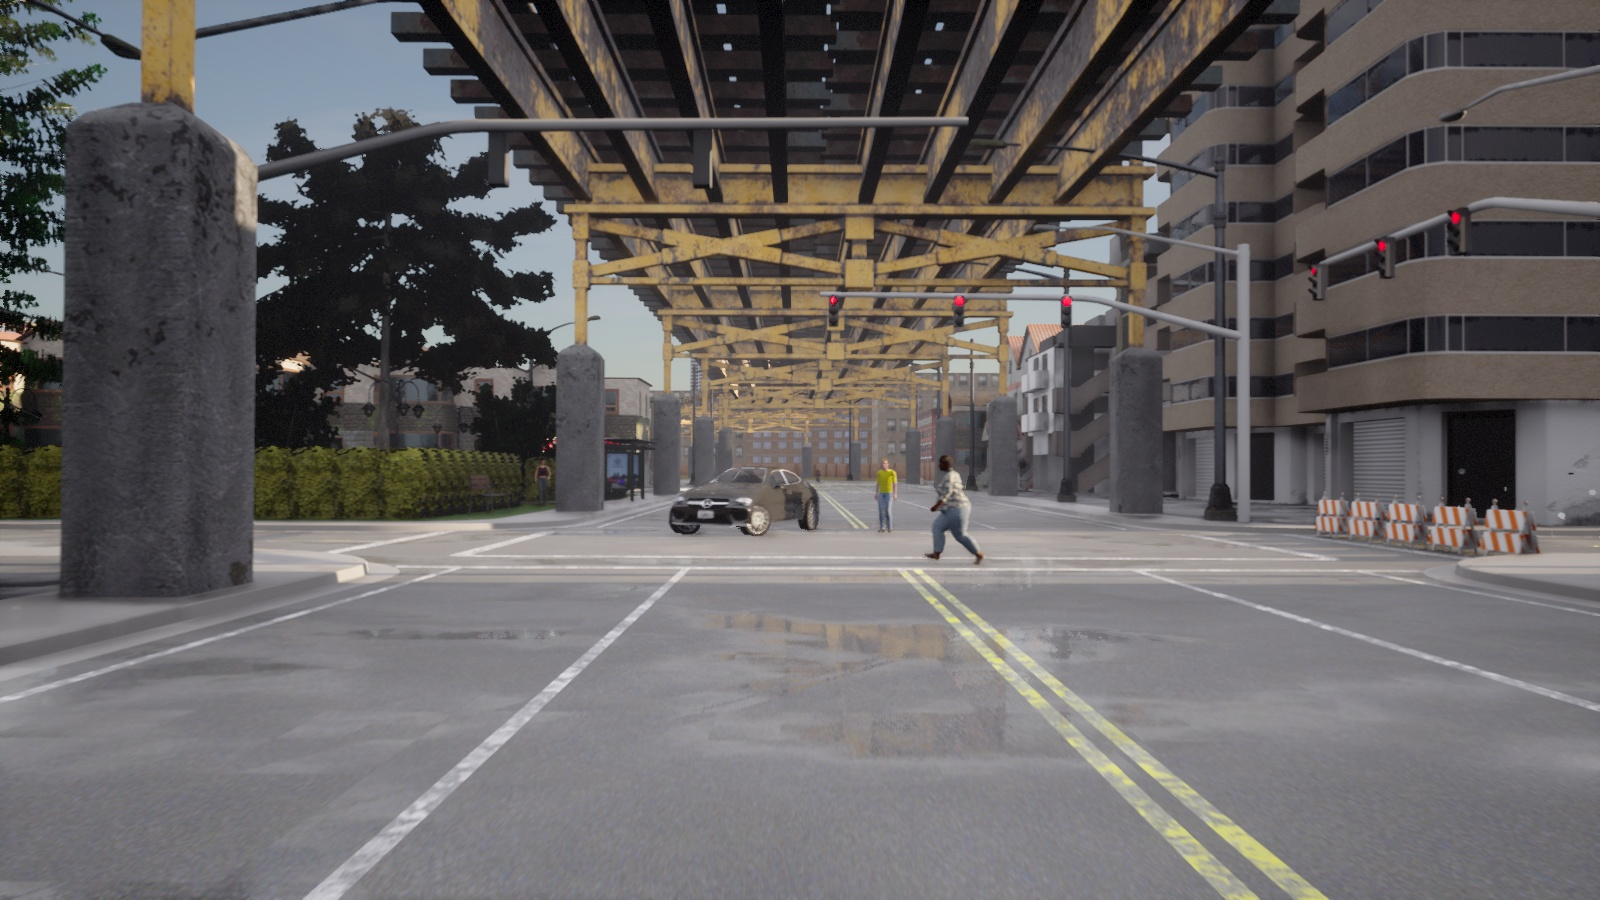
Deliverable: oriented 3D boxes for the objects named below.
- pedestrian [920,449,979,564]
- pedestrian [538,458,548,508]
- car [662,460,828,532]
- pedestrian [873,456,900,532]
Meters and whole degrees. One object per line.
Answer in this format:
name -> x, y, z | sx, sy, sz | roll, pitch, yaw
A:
pedestrian -> 2.475, 0.920, 20.747 | 0.900, 1.855, 0.874 | 0, -1, 10
pedestrian -> -9.592, 1.238, 46.934 | 0.345, 1.836, 0.594 | 0, -1, -9
car -> -1.244, 1.077, 31.225 | 2.152, 1.651, 5.027 | 0, -1, 23
pedestrian -> 2.142, 1.081, 30.969 | 0.354, 1.836, 0.706 | -1, -1, 34
